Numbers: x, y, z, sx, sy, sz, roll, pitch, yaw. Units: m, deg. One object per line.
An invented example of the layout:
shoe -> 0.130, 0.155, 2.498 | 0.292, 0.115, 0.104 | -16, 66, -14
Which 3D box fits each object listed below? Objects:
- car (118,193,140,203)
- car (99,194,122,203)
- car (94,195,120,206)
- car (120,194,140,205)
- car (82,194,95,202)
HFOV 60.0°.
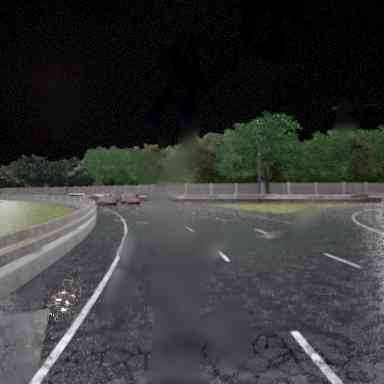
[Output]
car -> -11.312, 1.060, 59.570 | 1.882, 1.535, 5.008 | -1, 1, -36
car -> -14.221, 1.166, 57.624 | 2.033, 1.411, 5.357 | -1, 1, -36
car -> -12.097, 1.254, 47.252 | 1.994, 1.385, 4.181 | -1, 1, -28
car -> -9.244, 1.218, 49.295 | 1.994, 1.385, 4.181 | -1, 1, -31
car -> -17.133, 1.158, 55.682 | 1.837, 1.490, 4.892 | -1, 1, -36
